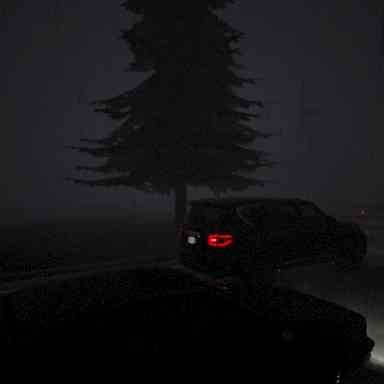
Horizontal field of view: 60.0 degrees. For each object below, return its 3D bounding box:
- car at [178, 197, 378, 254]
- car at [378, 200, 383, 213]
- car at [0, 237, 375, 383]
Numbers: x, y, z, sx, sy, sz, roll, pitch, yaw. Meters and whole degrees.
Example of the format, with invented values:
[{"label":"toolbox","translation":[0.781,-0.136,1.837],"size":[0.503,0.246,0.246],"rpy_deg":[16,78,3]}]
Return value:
[{"label":"car","translation":[2.288,1.158,8.990],"size":[5.566,2.045,2.150],"rpy_deg":[-1,1,-31]},{"label":"car","translation":[17.153,1.326,29.039],"size":[1.895,1.301,4.718],"rpy_deg":[0,0,-18]},{"label":"car","translation":[-0.486,1.532,3.292],"size":[5.357,1.411,2.033],"rpy_deg":[-1,0,-32]}]
